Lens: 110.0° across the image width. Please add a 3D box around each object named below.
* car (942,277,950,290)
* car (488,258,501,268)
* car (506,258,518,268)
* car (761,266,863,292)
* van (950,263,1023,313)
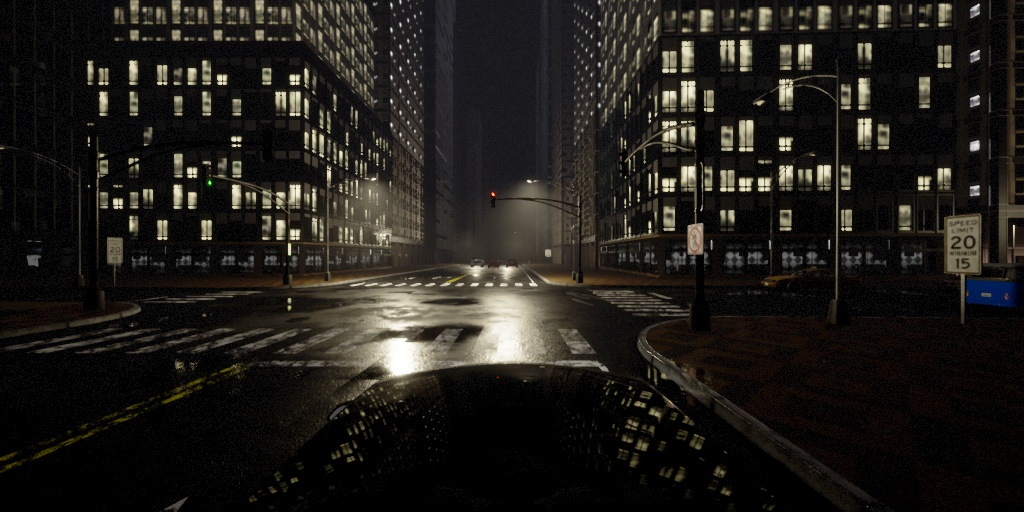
[{"bbox_3d":[26.926,1.356,20.099,4.207,1.307,1.802,0,0,2],"label":"car"},{"bbox_3d":[-3.237,1.459,63.203,1.895,1.301,4.718,0,0,0],"label":"car"},{"bbox_3d":[0.013,1.212,63.559,2.097,1.767,4.553,0,0,0],"label":"car"},{"bbox_3d":[17.091,1.293,20.585,4.829,1.417,1.751,0,0,2],"label":"car"},{"bbox_3d":[18.360,1.119,12.413,3.998,1.789,1.690,0,0,2],"label":"van"}]
